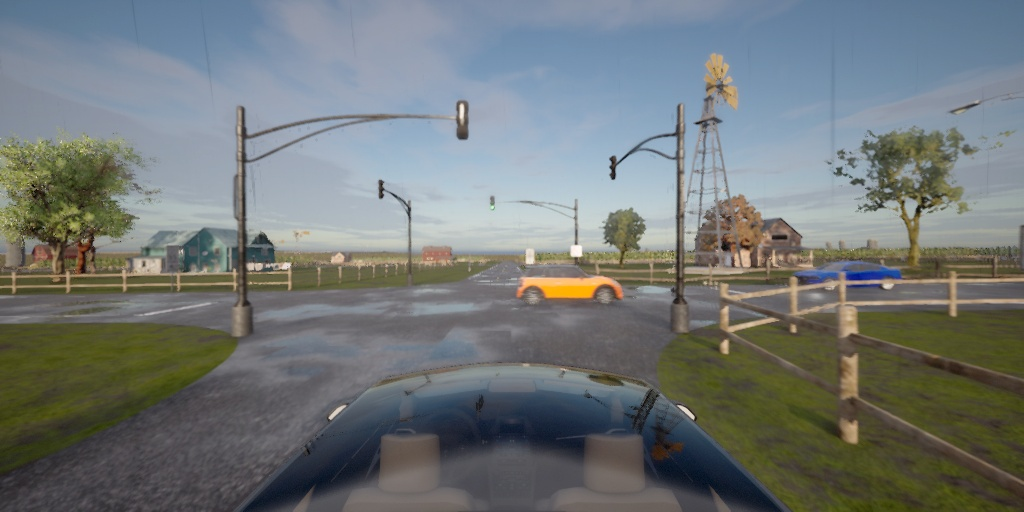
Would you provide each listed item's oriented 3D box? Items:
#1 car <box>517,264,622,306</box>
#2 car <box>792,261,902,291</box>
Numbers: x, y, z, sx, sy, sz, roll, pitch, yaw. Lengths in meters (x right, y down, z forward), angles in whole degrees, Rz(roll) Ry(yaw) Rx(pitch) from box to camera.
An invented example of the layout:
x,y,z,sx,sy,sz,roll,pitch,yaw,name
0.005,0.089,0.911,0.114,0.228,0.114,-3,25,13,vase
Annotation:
x,y,z,sx,sy,sz,roll,pitch,yaw,name
2.475,1.179,15.950,4.553,1.767,2.097,-1,1,0,car
18.103,1.048,19.559,5.008,1.535,1.882,-1,1,0,car
